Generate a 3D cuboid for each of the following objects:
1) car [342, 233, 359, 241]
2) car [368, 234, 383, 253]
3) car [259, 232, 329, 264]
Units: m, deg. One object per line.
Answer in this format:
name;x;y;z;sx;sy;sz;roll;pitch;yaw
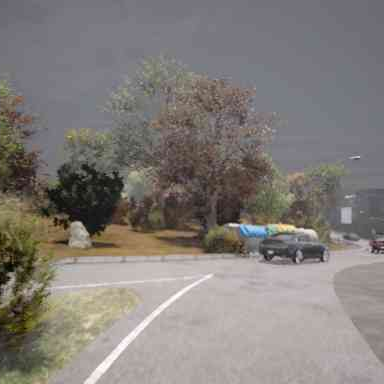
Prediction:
car;31.388;8.841;65.860;2.033;1.411;5.357;0;-3;9
car;18.884;5.215;32.528;1.882;1.535;5.008;-1;-8;36
car;5.454;2.885;17.410;4.892;1.490;1.837;9;-9;-44
